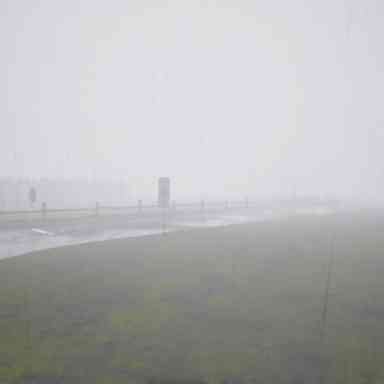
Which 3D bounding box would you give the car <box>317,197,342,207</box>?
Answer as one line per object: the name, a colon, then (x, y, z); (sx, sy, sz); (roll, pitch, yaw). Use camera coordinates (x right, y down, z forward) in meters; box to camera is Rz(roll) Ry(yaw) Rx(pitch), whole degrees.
car: (19.537, 1.417, 47.206); (1.895, 1.301, 4.718); (1, 1, 44)
